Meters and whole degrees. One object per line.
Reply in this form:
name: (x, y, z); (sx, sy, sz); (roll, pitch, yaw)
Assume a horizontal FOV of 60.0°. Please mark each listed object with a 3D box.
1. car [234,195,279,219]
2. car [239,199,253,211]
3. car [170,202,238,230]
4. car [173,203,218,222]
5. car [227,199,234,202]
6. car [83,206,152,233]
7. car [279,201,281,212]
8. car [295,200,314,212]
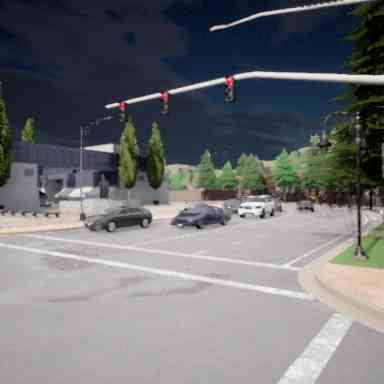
car: (6.164, 1.348, 31.284); (2.150, 2.045, 5.566); (-1, 0, 28)
car: (7.462, 1.725, 46.021); (1.812, 1.442, 4.674); (-1, 0, 8)
car: (0.789, 1.669, 22.784); (2.033, 1.411, 5.357); (-1, 0, 35)
car: (0.418, 1.721, 28.616); (1.994, 1.385, 4.181); (-1, 0, 31)
car: (4.575, 1.518, 36.168); (2.097, 1.767, 4.553); (-1, 0, 22)
car: (-4.595, 1.660, 21.243); (1.837, 1.490, 4.892); (-1, 0, 35)
car: (9.781, 1.502, 40.551); (2.097, 1.767, 4.553); (-1, 0, 14)
car: (13.988, 1.669, 41.463); (2.033, 1.411, 5.357); (0, 0, 13)
